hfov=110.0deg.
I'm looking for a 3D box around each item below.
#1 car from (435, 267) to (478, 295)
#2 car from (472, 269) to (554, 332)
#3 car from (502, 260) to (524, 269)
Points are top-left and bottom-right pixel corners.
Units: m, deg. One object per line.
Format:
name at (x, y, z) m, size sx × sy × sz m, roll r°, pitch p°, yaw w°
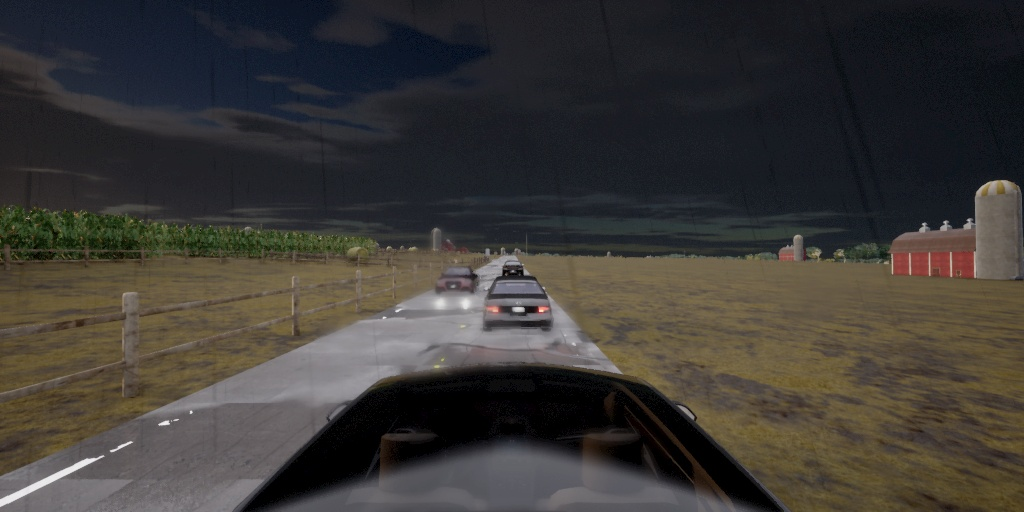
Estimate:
car at (-2.860, 1.281, 19.465) m, size 1.994 × 1.385 × 4.181 m, roll 0°, pitch 0°, yaw 0°
car at (0.112, 1.289, 10.839) m, size 2.033 × 1.411 × 5.357 m, roll 0°, pitch 0°, yaw -1°
car at (0.083, 1.130, 33.055) m, size 1.882 × 1.535 × 5.008 m, roll 0°, pitch 0°, yaw 0°
